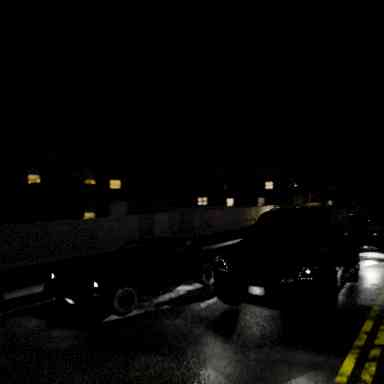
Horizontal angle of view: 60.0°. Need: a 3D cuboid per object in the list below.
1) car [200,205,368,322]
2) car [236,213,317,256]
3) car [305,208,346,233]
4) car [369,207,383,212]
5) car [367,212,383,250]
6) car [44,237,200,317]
[{"bbox_3d":[2.657,1.404,8.148,2.150,2.045,5.566,-2,-2,34],"label":"car"},{"bbox_3d":[4.218,1.855,15.926,2.128,1.511,4.902,-2,-2,35],"label":"car"},{"bbox_3d":[9.697,1.987,23.968,1.812,1.442,4.674,-2,-2,34],"label":"car"},{"bbox_3d":[13.899,1.884,24.415,1.837,1.490,4.892,-2,-2,33],"label":"car"},{"bbox_3d":[8.095,1.837,15.831,1.994,1.385,4.181,-2,-2,34],"label":"car"},{"bbox_3d":[-1.114,1.877,8.407,1.895,1.301,4.718,-2,-2,36],"label":"car"}]
